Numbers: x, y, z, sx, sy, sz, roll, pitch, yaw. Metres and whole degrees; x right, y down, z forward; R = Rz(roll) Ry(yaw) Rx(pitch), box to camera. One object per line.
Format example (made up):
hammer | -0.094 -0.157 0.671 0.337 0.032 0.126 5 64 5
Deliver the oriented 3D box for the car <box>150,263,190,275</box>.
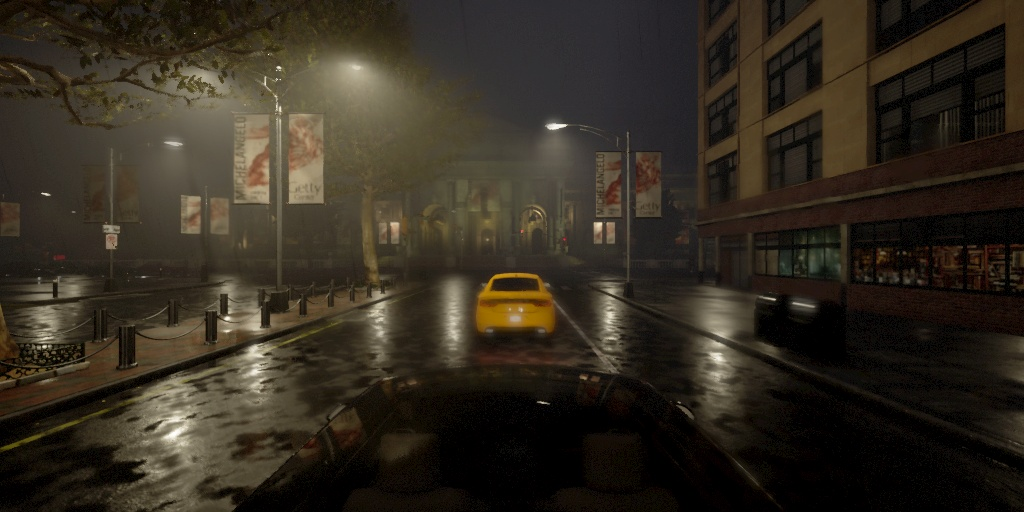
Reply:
car | -37.404 1.351 38.290 4.718 1.301 1.895 0 0 0

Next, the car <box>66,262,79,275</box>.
car | -47.010 1.297 38.344 5.357 1.411 2.033 0 0 0

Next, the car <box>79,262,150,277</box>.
car | -38.513 1.314 34.793 4.181 1.385 1.994 0 0 0

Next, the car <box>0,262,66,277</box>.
car | -47.082 1.276 34.831 4.674 1.442 1.812 0 0 0

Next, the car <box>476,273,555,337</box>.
car | 0.119 1.228 10.350 1.882 1.535 5.008 0 0 1
